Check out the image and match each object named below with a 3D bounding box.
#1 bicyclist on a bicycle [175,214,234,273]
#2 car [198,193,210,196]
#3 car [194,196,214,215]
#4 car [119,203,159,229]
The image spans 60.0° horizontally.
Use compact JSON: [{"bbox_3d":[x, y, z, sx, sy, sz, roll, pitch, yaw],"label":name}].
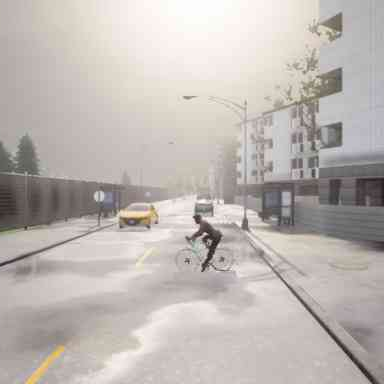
[{"bbox_3d":[0.337,1.441,9.253,1.656,1.620,0.582,-2,0,2],"label":"bicyclist on a bicycle"},{"bbox_3d":[1.749,1.220,48.485,2.150,2.045,5.566,0,0,2],"label":"car"},{"bbox_3d":[1.234,1.488,33.750,2.128,1.511,4.902,0,0,2],"label":"car"},{"bbox_3d":[-3.343,1.477,21.602,1.882,1.535,5.008,0,0,2],"label":"car"}]
